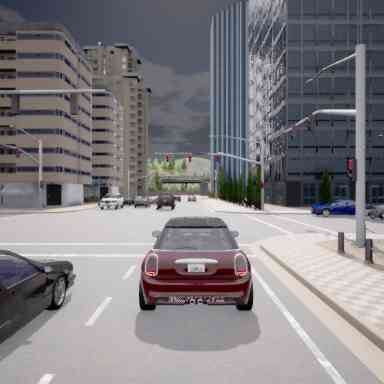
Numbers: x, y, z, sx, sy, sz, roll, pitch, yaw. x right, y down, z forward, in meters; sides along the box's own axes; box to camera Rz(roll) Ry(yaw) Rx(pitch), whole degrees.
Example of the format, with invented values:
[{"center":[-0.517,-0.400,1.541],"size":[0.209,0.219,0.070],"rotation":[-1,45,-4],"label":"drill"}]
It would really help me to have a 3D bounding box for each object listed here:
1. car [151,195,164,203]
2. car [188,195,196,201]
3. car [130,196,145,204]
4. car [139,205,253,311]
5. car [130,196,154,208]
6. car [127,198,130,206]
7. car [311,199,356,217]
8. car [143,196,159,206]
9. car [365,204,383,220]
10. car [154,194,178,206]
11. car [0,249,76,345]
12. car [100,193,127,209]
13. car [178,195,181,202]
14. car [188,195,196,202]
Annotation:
[{"center":[-7.016,1.491,67.708],"size":[2.128,1.511,4.902],"rotation":[0,0,0],"label":"car"},{"center":[-0.004,1.493,84.305],"size":[1.812,1.442,4.674],"rotation":[0,0,0],"label":"car"},{"center":[-10.542,1.491,64.578],"size":[2.128,1.511,4.902],"rotation":[0,0,1],"label":"car"},{"center":[0.082,1.352,7.940],"size":[2.097,1.767,4.553],"rotation":[0,0,0],"label":"car"},{"center":[-7.101,1.547,47.946],"size":[2.033,1.411,5.357],"rotation":[0,0,0],"label":"car"},{"center":[-10.594,1.601,54.201],"size":[1.895,1.301,4.718],"rotation":[0,0,0],"label":"car"},{"center":[13.292,1.422,29.837],"size":[5.008,1.535,1.882],"rotation":[0,0,1],"label":"car"},{"center":[-7.083,1.491,57.459],"size":[2.128,1.511,4.902],"rotation":[0,0,0],"label":"car"},{"center":[16.279,1.436,26.314],"size":[4.902,1.511,2.128],"rotation":[0,0,0],"label":"car"},{"center":[-3.381,1.220,44.128],"size":[2.150,2.045,5.566],"rotation":[0,0,0],"label":"car"},{"center":[-3.434,1.547,4.742],"size":[2.033,1.411,5.357],"rotation":[0,0,0],"label":"car"},{"center":[-10.601,1.222,44.433],"size":[2.150,2.045,5.566],"rotation":[0,0,0],"label":"car"},{"center":[-3.503,1.471,74.978],"size":[1.882,1.535,5.008],"rotation":[0,0,0],"label":"car"},{"center":[-0.004,1.547,75.812],"size":[1.994,1.385,4.181],"rotation":[0,0,0],"label":"car"}]
